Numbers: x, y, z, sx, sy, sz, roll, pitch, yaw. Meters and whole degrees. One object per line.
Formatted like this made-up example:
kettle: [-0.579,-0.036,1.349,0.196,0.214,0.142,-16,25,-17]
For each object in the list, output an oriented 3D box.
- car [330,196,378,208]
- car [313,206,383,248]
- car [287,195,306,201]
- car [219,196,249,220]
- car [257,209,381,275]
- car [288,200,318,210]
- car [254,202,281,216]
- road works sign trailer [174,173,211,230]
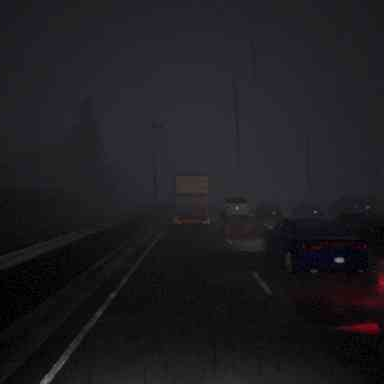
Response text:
car: [14.125,1.354,29.389,2.150,2.045,5.566,0,0,0]
car: [7.112,1.569,14.211,1.837,1.490,4.892,0,0,0]
car: [22.979,1.542,72.955,3.866,1.878,1.905,0,0,0]
car: [3.623,1.354,29.355,2.150,2.045,5.566,0,0,0]
car: [3.609,1.526,10.608,1.882,1.535,5.008,0,0,0]
car: [10.625,1.702,30.670,1.994,1.385,4.181,0,0,0]
car: [7.125,1.667,31.273,1.812,1.442,4.674,0,0,0]
road works sign trailer: [0.017,0.564,21.868,2.380,3.560,2.880,0,0,0]
